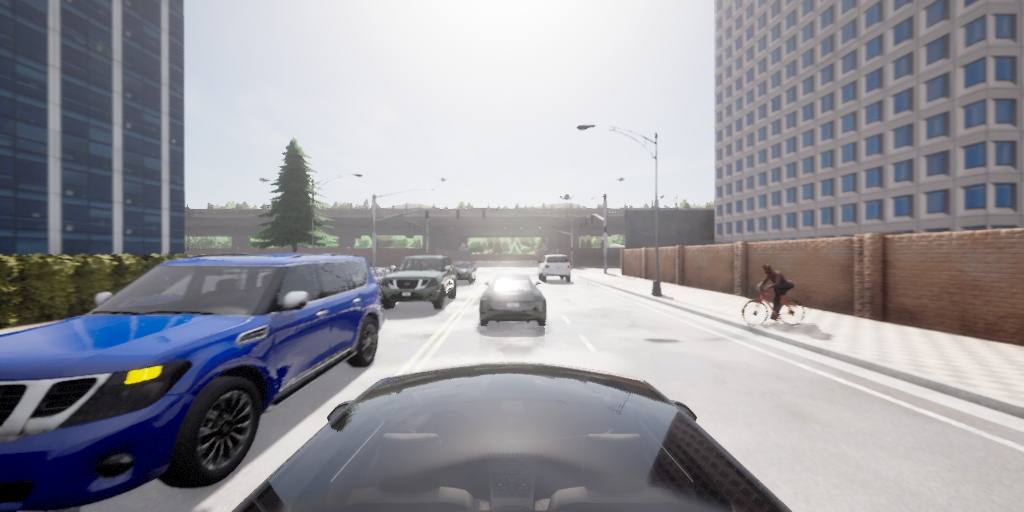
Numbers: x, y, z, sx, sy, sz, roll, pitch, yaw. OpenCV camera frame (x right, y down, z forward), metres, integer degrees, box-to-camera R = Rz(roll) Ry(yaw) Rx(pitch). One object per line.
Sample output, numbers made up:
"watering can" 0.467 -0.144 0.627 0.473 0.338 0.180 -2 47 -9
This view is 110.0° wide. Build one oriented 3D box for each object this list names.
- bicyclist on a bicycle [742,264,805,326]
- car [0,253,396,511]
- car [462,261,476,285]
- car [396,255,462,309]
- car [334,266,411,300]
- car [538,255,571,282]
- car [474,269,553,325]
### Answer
"bicyclist on a bicycle" 6.801 1.023 9.331 1.656 1.620 0.582 0 0 0
"car" -3.614 0.977 4.969 2.150 2.045 5.566 0 0 0
"car" -3.671 1.146 26.254 1.837 1.490 4.892 0 0 0
"car" -3.679 0.964 15.196 2.150 2.045 5.566 0 0 0
"car" -7.194 1.294 19.179 2.033 1.411 5.357 0 0 0
"car" 3.312 0.929 28.535 2.150 2.045 5.566 0 0 0
"car" 0.022 1.301 11.735 1.994 1.385 4.181 0 0 0
